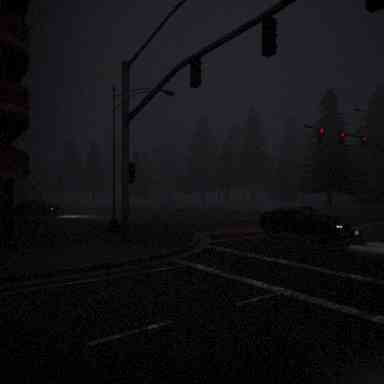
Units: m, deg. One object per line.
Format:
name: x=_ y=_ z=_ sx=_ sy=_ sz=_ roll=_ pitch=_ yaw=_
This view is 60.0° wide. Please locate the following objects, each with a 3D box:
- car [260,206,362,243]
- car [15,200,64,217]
car: x=5.505 y=1.450 z=16.015 sx=2.128 sy=1.511 sz=4.902 roll=0 pitch=0 yaw=-37
car: x=-14.071 y=1.465 z=30.597 sx=4.674 sy=1.442 sz=1.812 roll=0 pitch=0 yaw=18
